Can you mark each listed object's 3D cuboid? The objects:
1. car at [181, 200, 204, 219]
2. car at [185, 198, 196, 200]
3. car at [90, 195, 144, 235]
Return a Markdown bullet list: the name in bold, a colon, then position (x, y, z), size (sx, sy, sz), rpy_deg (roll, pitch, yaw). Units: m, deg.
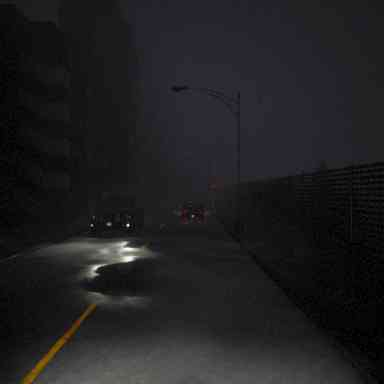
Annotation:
- **car**: position (0.064, 1.601, 28.417), size (1.895, 1.301, 4.718), rpy_deg (0, 0, 0)
- **car**: position (-0.245, 1.491, 43.669), size (2.128, 1.511, 4.902), rpy_deg (0, 0, -4)
- **car**: position (-4.116, 1.219, 19.231), size (2.150, 2.045, 5.566), rpy_deg (0, 0, 0)
